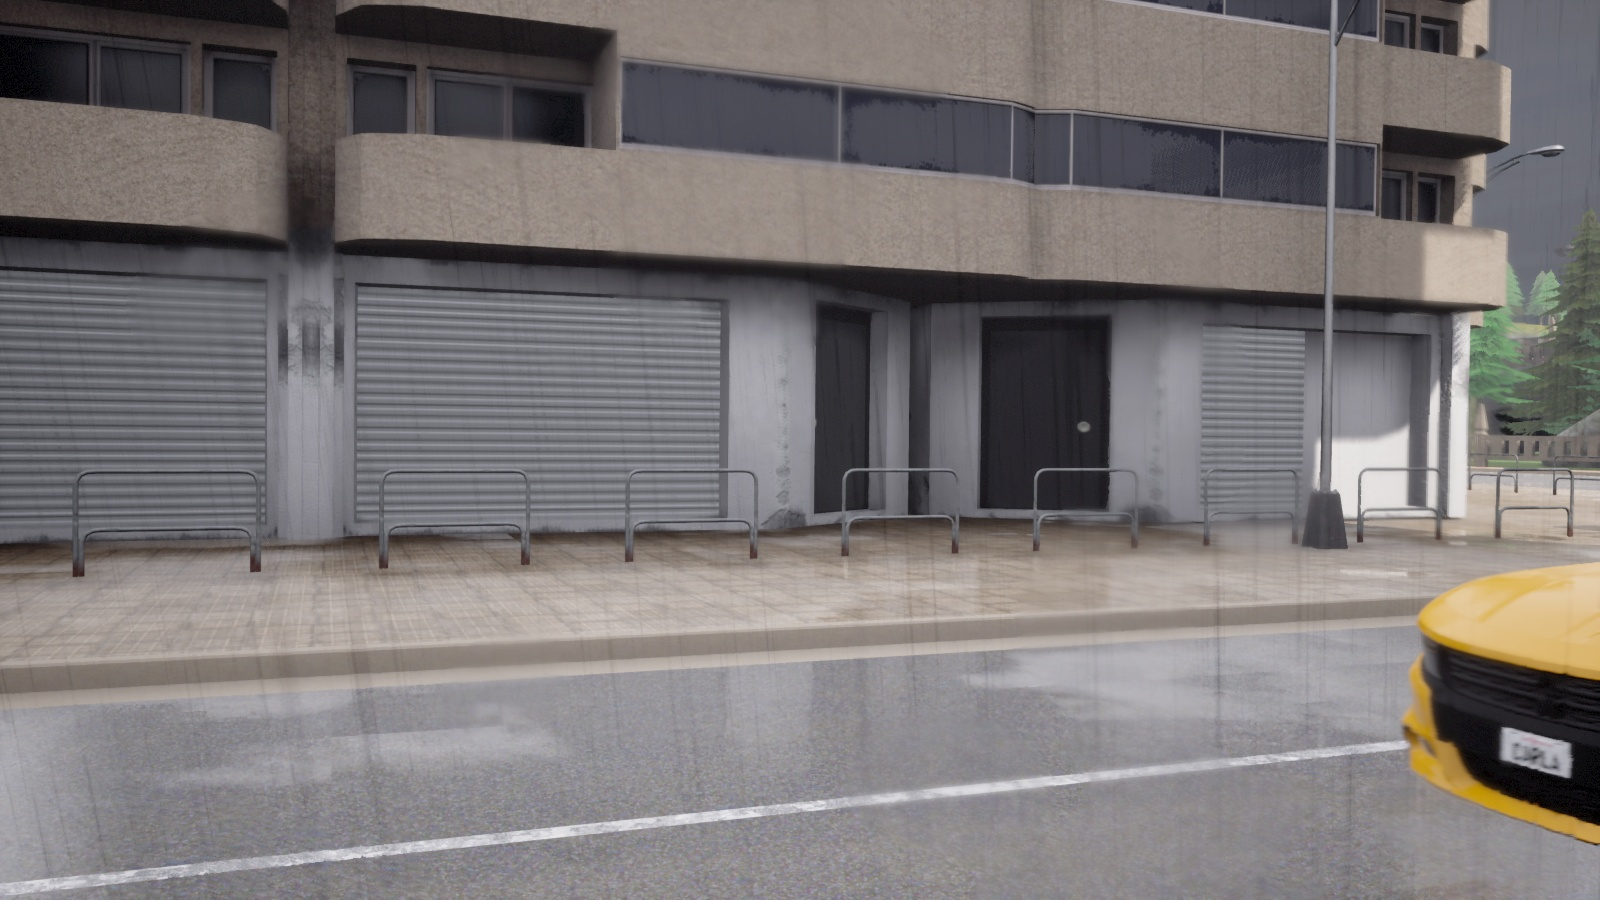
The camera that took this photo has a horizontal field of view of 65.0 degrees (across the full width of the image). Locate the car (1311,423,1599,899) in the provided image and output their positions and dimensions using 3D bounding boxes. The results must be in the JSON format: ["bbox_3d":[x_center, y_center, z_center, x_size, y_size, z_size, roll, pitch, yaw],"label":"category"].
[{"bbox_3d":[4.723,0.643,5.033,5.008,1.535,1.882,-1,1,-21],"label":"car"}]
